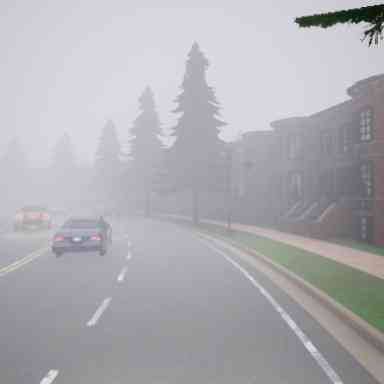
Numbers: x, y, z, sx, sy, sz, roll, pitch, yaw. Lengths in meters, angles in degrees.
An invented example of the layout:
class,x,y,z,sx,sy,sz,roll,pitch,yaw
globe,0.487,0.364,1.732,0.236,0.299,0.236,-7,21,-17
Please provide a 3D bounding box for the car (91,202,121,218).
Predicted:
class,x,y,z,sx,sy,sz,roll,pitch,yaw
car,-8.670,1.791,33.263,1.837,1.490,4.892,0,0,-35

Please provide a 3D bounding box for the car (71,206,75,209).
class,x,y,z,sx,sy,sz,roll,pitch,yaw
car,-17.148,1.967,42.831,4.718,1.301,1.895,0,-1,41

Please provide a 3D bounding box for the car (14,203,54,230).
class,x,y,z,sx,sy,sz,roll,pitch,yaw
car,-10.733,1.599,22.618,2.097,1.767,4.553,0,-1,-24

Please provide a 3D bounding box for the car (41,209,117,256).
class,x,y,z,sx,sy,sz,roll,pitch,yaw
car,-4.349,1.665,13.696,2.033,1.411,5.357,0,-1,-11

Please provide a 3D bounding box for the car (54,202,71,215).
class,x,y,z,sx,sy,sz,roll,pitch,yaw
car,-15.054,1.906,35.687,1.895,1.301,4.718,0,-1,-40
